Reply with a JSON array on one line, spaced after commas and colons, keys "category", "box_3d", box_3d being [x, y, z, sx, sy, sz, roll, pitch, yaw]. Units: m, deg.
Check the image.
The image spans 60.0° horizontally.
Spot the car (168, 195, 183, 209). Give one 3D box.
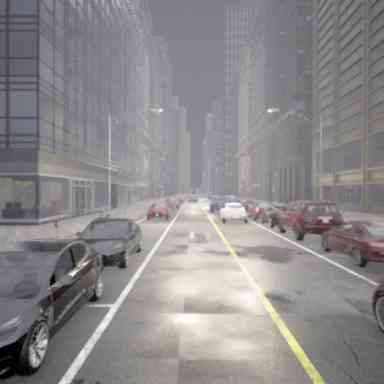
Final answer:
[{"category": "car", "box_3d": [-2.664, 1.459, 44.818, 1.967, 1.590, 4.097, 0, 0, 0]}]

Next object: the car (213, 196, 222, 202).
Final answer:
[{"category": "car", "box_3d": [5.942, 1.590, 78.588, 1.752, 1.417, 4.829, 0, 0, 0]}]

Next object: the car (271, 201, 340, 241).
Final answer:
[{"category": "car", "box_3d": [5.795, 1.337, 16.799, 2.192, 1.841, 5.009, 0, 0, 0]}]

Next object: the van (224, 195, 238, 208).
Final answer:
[{"category": "van", "box_3d": [5.875, 1.386, 50.409, 1.690, 1.788, 3.998, 0, 0, 0]}]

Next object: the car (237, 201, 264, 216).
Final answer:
[{"category": "car", "box_3d": [5.835, 1.599, 33.604, 1.947, 1.339, 4.313, 0, 0, 0]}]

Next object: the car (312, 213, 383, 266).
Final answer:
[{"category": "car", "box_3d": [5.782, 1.601, 11.197, 1.802, 1.307, 4.206, 0, 0, 0]}]

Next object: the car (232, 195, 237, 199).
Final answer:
[{"category": "car", "box_3d": [5.848, 1.477, 39.205, 1.967, 1.590, 4.097, 0, 0, 0]}]

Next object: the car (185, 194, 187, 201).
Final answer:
[{"category": "car", "box_3d": [-2.610, 1.580, 67.226, 1.887, 1.381, 4.507, 0, 0, 0]}]

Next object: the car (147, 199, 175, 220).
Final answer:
[{"category": "car", "box_3d": [-2.703, 1.552, 28.011, 1.887, 1.381, 4.507, 0, 0, 0]}]

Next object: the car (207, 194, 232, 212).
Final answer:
[{"category": "car", "box_3d": [3.135, 1.381, 38.866, 2.097, 1.767, 4.553, 0, 0, 1]}]

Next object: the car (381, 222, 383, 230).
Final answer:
[{"category": "car", "box_3d": [5.768, 1.332, 5.595, 2.192, 1.841, 5.009, 0, 0, 0]}]

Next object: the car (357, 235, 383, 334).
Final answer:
[{"category": "car", "box_3d": [3.904, 1.537, 3.635, 1.812, 1.442, 4.674, 0, 0, 0]}]

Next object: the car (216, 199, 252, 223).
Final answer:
[{"category": "car", "box_3d": [3.110, 1.547, 25.546, 1.812, 1.442, 4.674, 0, 0, 1]}]

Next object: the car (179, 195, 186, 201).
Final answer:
[{"category": "car", "box_3d": [-2.557, 1.492, 89.635, 1.967, 1.590, 4.097, 0, 0, 0]}]

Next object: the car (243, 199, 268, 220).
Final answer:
[{"category": "car", "box_3d": [5.822, 1.469, 28.002, 1.967, 1.590, 4.097, 0, 0, 0]}]

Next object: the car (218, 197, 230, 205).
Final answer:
[{"category": "car", "box_3d": [5.902, 1.597, 61.612, 1.887, 1.381, 4.507, 0, 0, 0]}]

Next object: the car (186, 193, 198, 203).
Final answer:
[{"category": "car", "box_3d": [0.160, 1.394, 68.910, 2.097, 1.767, 4.553, 0, 0, 0]}]

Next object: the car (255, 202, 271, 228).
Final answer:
[{"category": "car", "box_3d": [5.809, 1.591, 22.401, 1.947, 1.339, 4.313, 0, 0, 0]}]

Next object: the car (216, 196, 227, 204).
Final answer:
[{"category": "car", "box_3d": [5.915, 1.602, 67.215, 1.887, 1.381, 4.507, 0, 0, 0]}]

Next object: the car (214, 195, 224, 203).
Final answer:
[{"category": "car", "box_3d": [5.928, 1.501, 72.816, 1.967, 1.590, 4.097, 0, 0, 0]}]

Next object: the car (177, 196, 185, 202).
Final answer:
[{"category": "car", "box_3d": [-2.584, 1.568, 78.260, 1.752, 1.417, 4.829, 0, 0, 0]}]

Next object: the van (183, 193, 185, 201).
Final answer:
[{"category": "van", "box_3d": [-2.624, 1.372, 61.624, 1.690, 1.788, 3.998, 0, 0, 0]}]

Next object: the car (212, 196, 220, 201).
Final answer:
[{"category": "car", "box_3d": [5.955, 1.651, 84.020, 1.802, 1.307, 4.206, 0, 0, 0]}]

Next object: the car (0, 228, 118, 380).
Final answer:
[{"category": "car", "box_3d": [-2.756, 1.561, 5.603, 1.947, 1.339, 4.313, 0, 0, 0]}]

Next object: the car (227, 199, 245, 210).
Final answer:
[{"category": "car", "box_3d": [5.862, 1.623, 44.807, 1.802, 1.307, 4.206, 0, 0, 0]}]

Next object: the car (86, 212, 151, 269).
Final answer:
[{"category": "car", "box_3d": [-2.743, 1.563, 11.204, 1.947, 1.339, 4.313, 0, 0, 0]}]
